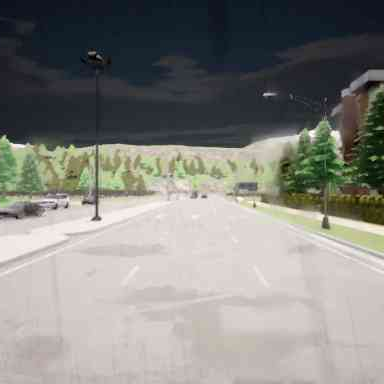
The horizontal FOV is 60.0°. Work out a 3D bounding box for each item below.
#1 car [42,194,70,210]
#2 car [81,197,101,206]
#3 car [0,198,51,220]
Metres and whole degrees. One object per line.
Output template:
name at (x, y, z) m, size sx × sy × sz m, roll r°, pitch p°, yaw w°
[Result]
car at (-17.369, 1.237, 42.037) m, size 2.150 × 2.045 × 5.566 m, roll 0°, pitch 0°, yaw 2°
car at (-16.903, 1.523, 55.950) m, size 2.033 × 1.411 × 5.357 m, roll 0°, pitch 0°, yaw 2°
car at (-14.402, 1.528, 28.028) m, size 2.033 × 1.411 × 5.357 m, roll 0°, pitch 0°, yaw 2°
